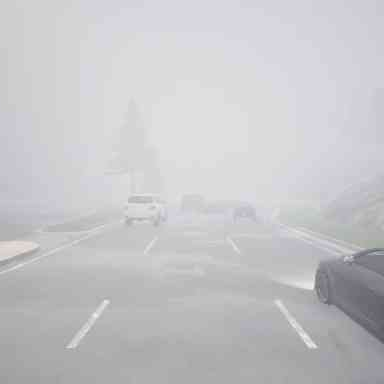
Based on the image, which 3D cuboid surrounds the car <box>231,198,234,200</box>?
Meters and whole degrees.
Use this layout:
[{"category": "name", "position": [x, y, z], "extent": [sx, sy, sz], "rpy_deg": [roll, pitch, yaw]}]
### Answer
[{"category": "car", "position": [5.255, 1.526, 44.020], "extent": [1.812, 1.442, 4.674], "rpy_deg": [0, 0, 16]}]

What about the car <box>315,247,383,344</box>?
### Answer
[{"category": "car", "position": [3.600, 1.563, 5.430], "extent": [1.994, 1.385, 4.181], "rpy_deg": [0, 0, 0]}]

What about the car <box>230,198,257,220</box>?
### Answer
[{"category": "car", "position": [4.507, 1.525, 28.092], "extent": [1.812, 1.442, 4.674], "rpy_deg": [0, 0, 11]}]

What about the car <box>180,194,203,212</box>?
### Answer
[{"category": "car", "position": [0.299, 1.220, 39.377], "extent": [2.150, 2.045, 5.566], "rpy_deg": [0, 0, 16]}]

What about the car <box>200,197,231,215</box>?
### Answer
[{"category": "car", "position": [2.502, 1.526, 34.068], "extent": [1.812, 1.442, 4.674], "rpy_deg": [0, 0, 15]}]

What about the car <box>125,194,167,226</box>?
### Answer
[{"category": "car", "position": [-3.122, 1.213, 23.451], "extent": [2.150, 2.045, 5.566], "rpy_deg": [0, -1, 4]}]
